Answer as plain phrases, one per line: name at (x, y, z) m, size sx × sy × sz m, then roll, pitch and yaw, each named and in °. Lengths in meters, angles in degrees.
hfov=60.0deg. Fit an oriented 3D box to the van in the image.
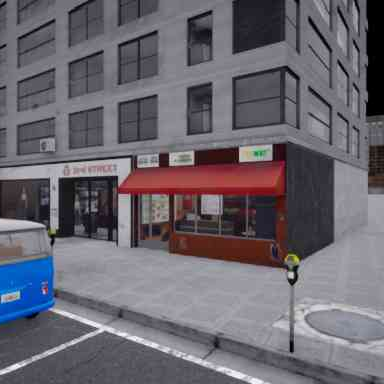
van at (-4.227, 1.341, 6.065) m, size 3.998 × 1.788 × 1.690 m, roll 0°, pitch 0°, yaw 35°
